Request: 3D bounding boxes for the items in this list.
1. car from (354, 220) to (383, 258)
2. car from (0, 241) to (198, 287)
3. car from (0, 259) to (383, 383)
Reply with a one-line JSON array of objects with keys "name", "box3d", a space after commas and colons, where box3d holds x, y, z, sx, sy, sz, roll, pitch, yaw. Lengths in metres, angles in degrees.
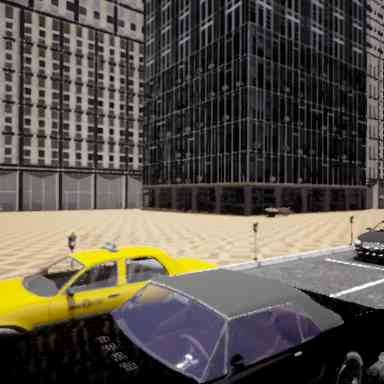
[{"name": "car", "box3d": [7.561, 1.625, 11.950, 4.403, 1.369, 2.008, 0, 0, -35]}, {"name": "car", "box3d": [-1.587, 1.535, 5.427, 4.829, 1.417, 1.752, 0, 0, -35]}, {"name": "car", "box3d": [0.002, 1.611, 3.380, 4.718, 1.301, 1.895, 0, 0, -35]}]
